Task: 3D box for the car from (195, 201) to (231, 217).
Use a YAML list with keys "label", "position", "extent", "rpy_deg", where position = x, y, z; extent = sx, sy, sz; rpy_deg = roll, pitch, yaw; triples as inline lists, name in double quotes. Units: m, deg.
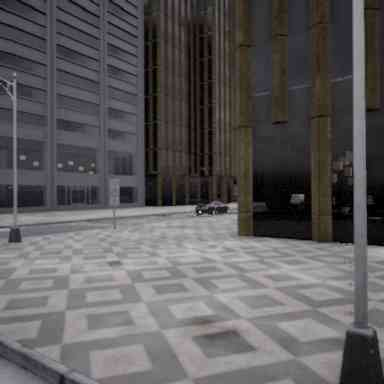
- label: "car"
  position: [2.201, 1.642, 33.657]
  extent: [1.837, 1.490, 4.892]
  rpy_deg: [-1, 0, 36]
